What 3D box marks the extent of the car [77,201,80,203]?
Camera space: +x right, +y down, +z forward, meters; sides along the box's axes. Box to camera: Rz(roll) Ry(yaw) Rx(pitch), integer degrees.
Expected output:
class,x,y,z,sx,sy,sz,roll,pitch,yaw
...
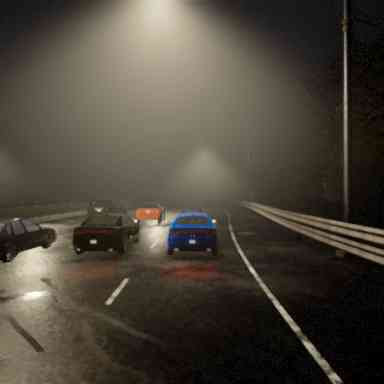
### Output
class,x,y,z,sx,sy,sz,roll,pitch,yaw
car,-20.965,2.360,67.379,1.895,1.301,4.718,0,-1,0

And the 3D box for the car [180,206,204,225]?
class,x,y,z,sx,sy,sz,roll,pitch,yaw
car,0.034,1.905,28.246,1.895,1.301,4.718,0,-1,1

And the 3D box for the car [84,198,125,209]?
class,x,y,z,sx,sy,sz,roll,pitch,yaw
car,-6.975,1.523,27.596,2.150,2.045,5.566,0,0,0

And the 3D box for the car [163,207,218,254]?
class,x,y,z,sx,sy,sz,roll,pitch,yaw
car,0.037,1.628,14.242,1.882,1.535,5.008,0,0,1

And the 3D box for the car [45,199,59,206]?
class,x,y,z,sx,sy,sz,roll,pitch,yaw
car,-27.965,2.266,67.414,1.837,1.490,4.892,0,-1,0

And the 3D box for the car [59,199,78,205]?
class,x,y,z,sx,sy,sz,roll,pitch,yaw
car,-24.465,2.121,67.444,2.097,1.767,4.553,0,-1,0

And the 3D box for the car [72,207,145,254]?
class,x,y,z,sx,sy,sz,roll,pitch,yaw
car,-3.462,1.629,14.243,1.882,1.535,5.008,0,0,1

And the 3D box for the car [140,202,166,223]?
class,x,y,z,sx,sy,sz,roll,pitch,yaw
car,-3.462,1.658,28.423,2.097,1.767,4.553,0,-1,1

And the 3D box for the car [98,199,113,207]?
class,x,y,z,sx,sy,sz,roll,pitch,yaw
car,-17.465,2.265,67.408,1.837,1.490,4.892,0,-1,0

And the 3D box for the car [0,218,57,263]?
class,x,y,z,sx,sy,sz,roll,pitch,yaw
car,-6.982,1.681,12.539,2.033,1.411,5.357,0,-1,0
